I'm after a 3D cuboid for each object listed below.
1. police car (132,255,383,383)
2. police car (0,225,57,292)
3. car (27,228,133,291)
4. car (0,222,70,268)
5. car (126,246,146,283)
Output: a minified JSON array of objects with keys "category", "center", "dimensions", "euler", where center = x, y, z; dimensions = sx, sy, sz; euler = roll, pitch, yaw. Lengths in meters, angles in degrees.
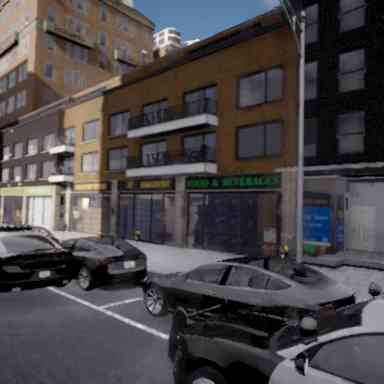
[{"category":"police car","center":[1.883,1.616,2.820],"dimensions":[5.238,1.638,1.930],"euler":[-1,-4,43]},{"category":"police car","center":[-5.369,1.796,9.704],"dimensions":[5.238,1.638,1.930],"euler":[-1,-4,43]},{"category":"car","center":[-3.177,2.012,10.313],"dimensions":[4.313,1.339,1.947],"euler":[-1,-3,44]},{"category":"car","center":[-7.227,2.097,14.160],"dimensions":[4.403,1.369,2.008],"euler":[-1,-3,44]},{"category":"car","center":[0.872,1.911,6.468],"dimensions":[4.313,1.339,1.947],"euler":[-1,-3,44]}]
